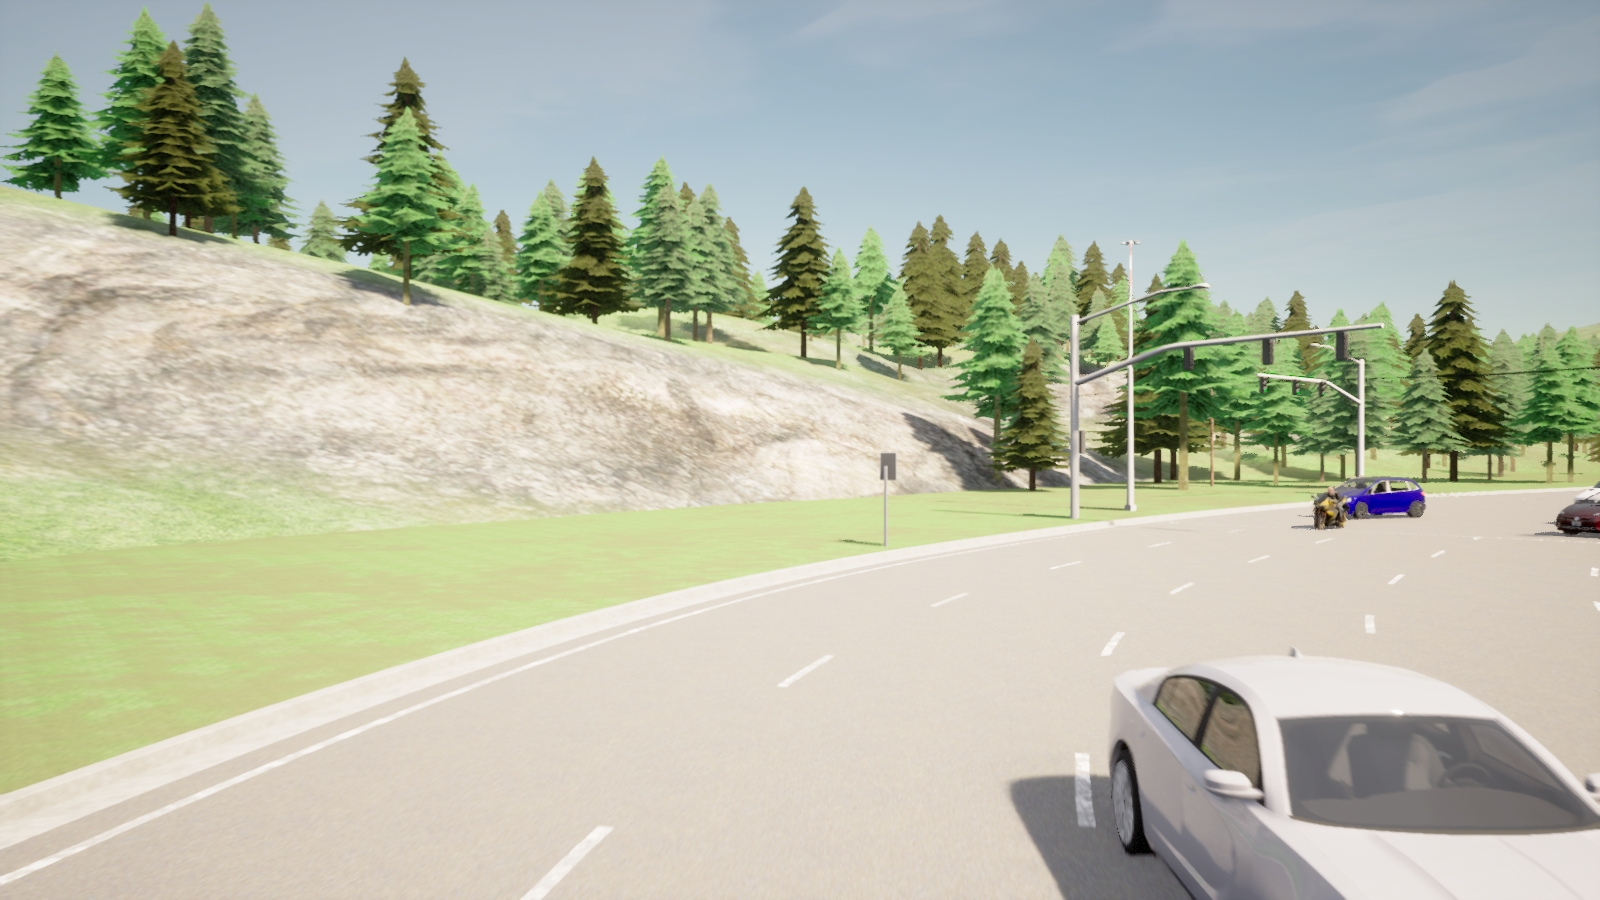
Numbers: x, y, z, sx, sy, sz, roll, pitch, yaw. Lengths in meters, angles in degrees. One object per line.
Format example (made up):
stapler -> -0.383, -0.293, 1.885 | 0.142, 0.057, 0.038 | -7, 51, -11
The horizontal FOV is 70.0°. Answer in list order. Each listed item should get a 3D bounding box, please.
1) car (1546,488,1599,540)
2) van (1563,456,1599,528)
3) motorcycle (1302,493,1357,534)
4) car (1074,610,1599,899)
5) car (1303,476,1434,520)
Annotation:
car -> 26.573, 2.017, 36.739 | 4.514, 1.525, 2.007 | 0, 0, -19
van -> 31.188, 1.510, 41.246 | 5.915, 2.561, 1.988 | 0, -1, 1
motorcycle -> 18.397, 2.179, 39.681 | 2.209, 1.251, 0.867 | 0, 2, -41
car -> 3.143, 2.029, 6.464 | 2.097, 1.535, 5.006 | 0, 0, 2
car -> 23.212, 1.938, 46.702 | 4.611, 1.667, 2.242 | 0, 0, -20
